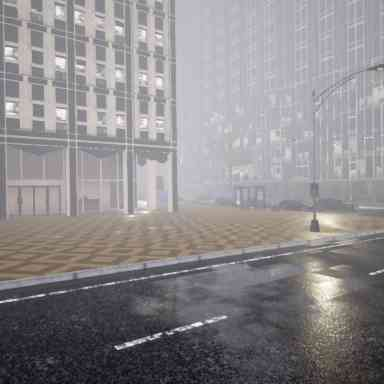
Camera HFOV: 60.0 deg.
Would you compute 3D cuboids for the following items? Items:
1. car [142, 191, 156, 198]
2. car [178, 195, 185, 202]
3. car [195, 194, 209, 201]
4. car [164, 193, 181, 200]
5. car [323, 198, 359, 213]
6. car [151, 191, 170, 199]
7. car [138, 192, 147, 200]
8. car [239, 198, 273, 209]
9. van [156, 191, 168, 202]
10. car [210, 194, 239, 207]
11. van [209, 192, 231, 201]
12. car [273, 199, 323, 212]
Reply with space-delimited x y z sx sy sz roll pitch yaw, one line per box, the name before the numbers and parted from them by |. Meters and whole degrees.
car | -10.687 0.685 82.606 1.967 1.590 4.097 0 1 -34
car | -3.423 1.085 61.964 2.033 1.411 5.357 -1 1 -34
car | 2.193 1.042 63.874 1.802 1.307 4.206 0 1 -35
car | -4.247 0.935 73.242 1.802 1.307 4.206 0 1 -35
car | 15.038 1.364 34.956 1.812 1.442 4.674 -1 1 -34
car | -7.467 0.614 77.922 2.192 1.841 5.009 0 1 -35
car | -11.153 1.039 68.495 2.008 1.369 4.403 0 1 -35
car | 8.074 1.387 40.333 1.802 1.307 4.206 0 1 -34
van | -4.713 0.936 59.125 1.690 1.788 3.998 0 1 -34
car | 4.902 1.319 45.049 1.947 1.339 4.313 0 1 -34
van | 5.412 0.854 59.188 1.690 1.788 3.998 0 1 -35
car | 11.280 1.423 35.637 1.947 1.339 4.313 0 1 -35
